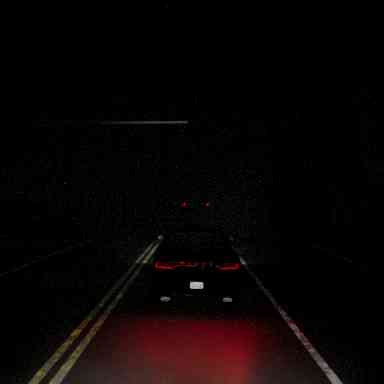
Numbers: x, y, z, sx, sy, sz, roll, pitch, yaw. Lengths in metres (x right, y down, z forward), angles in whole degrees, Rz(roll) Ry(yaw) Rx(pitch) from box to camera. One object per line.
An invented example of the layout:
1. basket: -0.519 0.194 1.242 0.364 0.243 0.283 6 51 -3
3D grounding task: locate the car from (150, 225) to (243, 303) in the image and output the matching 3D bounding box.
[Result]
1. car: 0.093 1.593 8.568 1.882 1.535 5.008 1 -1 0
